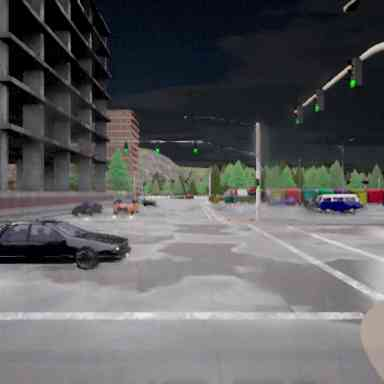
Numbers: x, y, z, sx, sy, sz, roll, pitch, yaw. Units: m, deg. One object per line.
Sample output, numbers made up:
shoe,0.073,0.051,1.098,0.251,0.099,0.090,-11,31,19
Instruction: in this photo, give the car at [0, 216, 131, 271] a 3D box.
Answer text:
car,-4.751,1.627,10.688,5.357,1.411,2.033,0,0,1

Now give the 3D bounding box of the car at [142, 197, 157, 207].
car,-7.033,1.878,55.971,1.895,1.301,4.718,0,0,1

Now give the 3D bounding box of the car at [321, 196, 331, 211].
car,21.827,1.664,49.352,3.905,1.438,1.784,0,0,1

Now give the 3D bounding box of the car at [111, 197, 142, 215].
car,-7.171,1.533,36.472,2.097,1.767,4.553,0,0,0

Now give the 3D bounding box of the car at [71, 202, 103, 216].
car,-10.686,1.717,34.375,2.033,1.411,5.357,0,0,0

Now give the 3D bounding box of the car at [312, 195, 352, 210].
car,21.813,1.467,52.037,4.605,1.855,1.932,0,0,1

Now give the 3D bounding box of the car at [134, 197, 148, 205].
car,-10.364,1.854,68.319,2.128,1.511,4.902,0,0,0

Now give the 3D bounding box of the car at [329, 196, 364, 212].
car,21.787,1.682,46.457,3.806,1.475,1.970,0,0,1

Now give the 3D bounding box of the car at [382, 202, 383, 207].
car,37.051,1.719,60.277,3.905,1.438,1.784,0,0,1

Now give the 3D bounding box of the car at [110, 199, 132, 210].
car,-10.581,1.794,49.843,2.033,1.411,5.357,0,0,0
